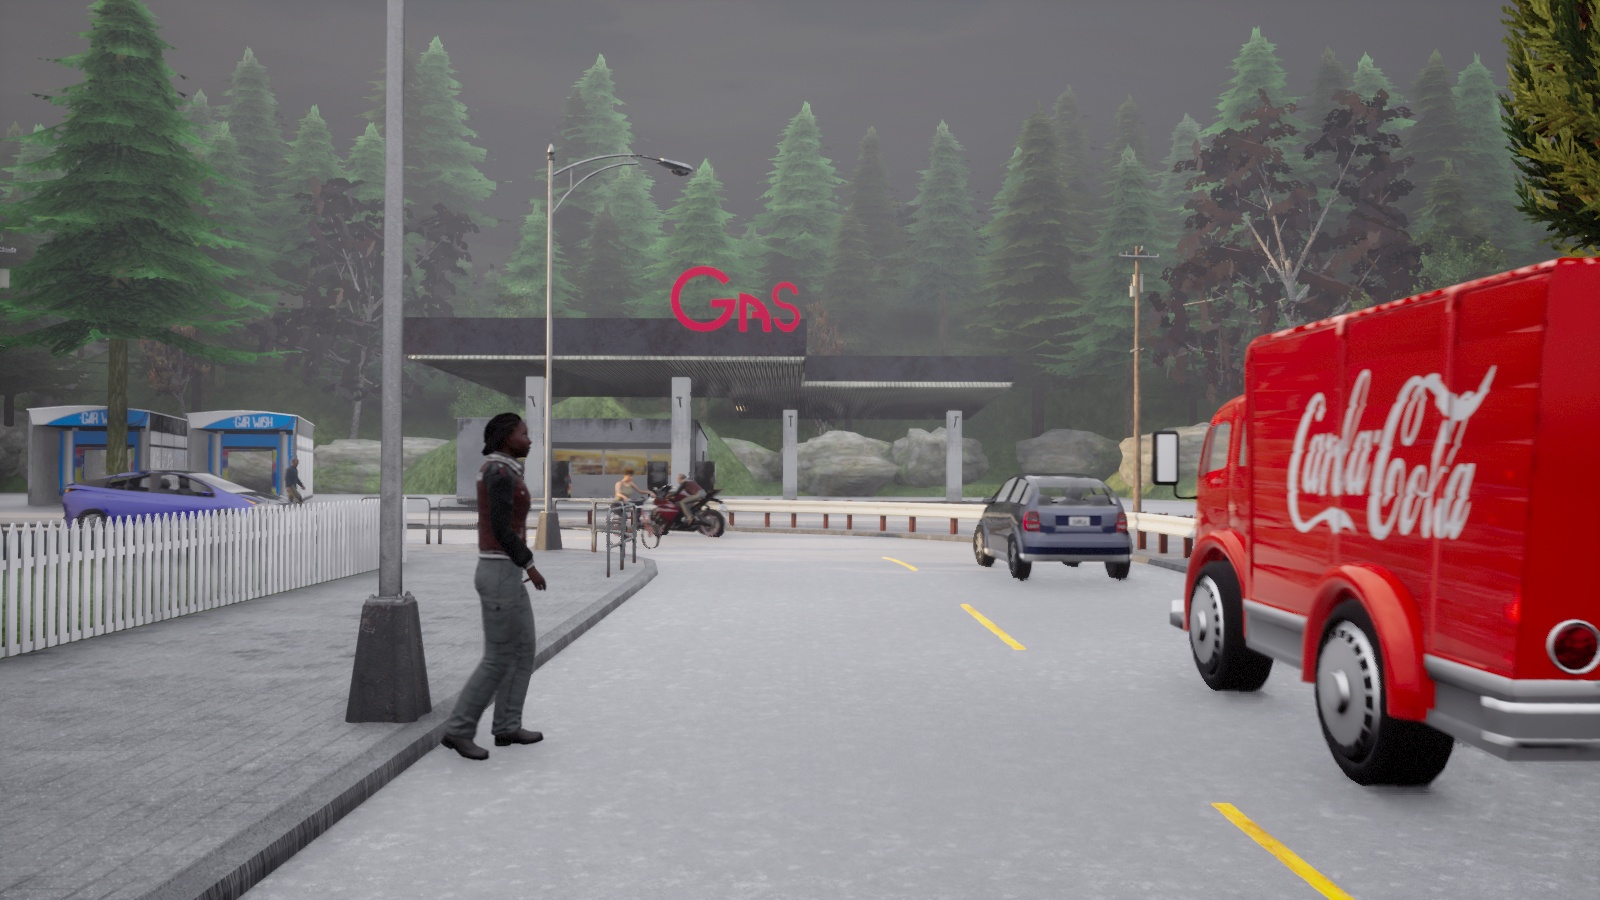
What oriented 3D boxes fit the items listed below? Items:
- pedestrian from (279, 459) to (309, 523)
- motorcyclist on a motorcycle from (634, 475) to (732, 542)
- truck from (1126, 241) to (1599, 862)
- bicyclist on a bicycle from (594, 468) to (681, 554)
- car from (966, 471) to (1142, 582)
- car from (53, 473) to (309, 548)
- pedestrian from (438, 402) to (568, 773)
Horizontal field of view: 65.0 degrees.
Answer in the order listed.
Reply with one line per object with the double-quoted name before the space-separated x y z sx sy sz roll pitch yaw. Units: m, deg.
"pedestrian" -14.663 1.192 36.384 0.726 1.842 0.402 0 -1 -4
"motorcyclist on a motorcycle" -2.771 1.359 29.661 2.191 1.530 0.866 -1 0 30
"truck" 3.982 0.439 7.600 2.627 2.467 5.204 0 -1 0
"bicyclist on a bicycle" -3.232 1.183 24.928 1.509 1.612 0.866 -1 1 39
"car" 3.825 1.105 19.513 1.789 1.549 3.705 0 -1 -3
"car" -13.205 1.267 27.016 4.514 1.525 2.007 0 -1 0
"pedestrian" -1.599 0.717 6.809 0.666 1.930 0.402 0 -1 -12
